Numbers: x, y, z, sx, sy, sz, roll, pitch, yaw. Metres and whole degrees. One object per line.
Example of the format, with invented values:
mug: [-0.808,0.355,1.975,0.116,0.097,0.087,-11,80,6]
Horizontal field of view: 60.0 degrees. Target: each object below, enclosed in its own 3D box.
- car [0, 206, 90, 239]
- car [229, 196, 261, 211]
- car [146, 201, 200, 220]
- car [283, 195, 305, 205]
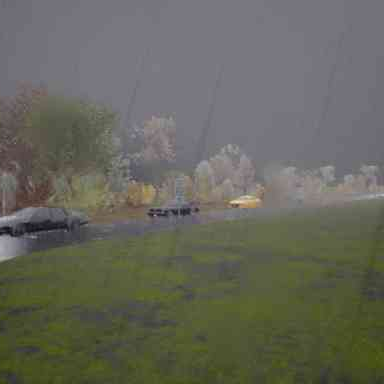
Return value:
car: [-7.898,1.441,17.315,2.033,1.411,5.357,0,1,33]
car: [5.869,1.170,36.503,1.882,1.535,5.008,0,1,36]
car: [-1.436,1.401,26.461,1.895,1.301,4.718,0,1,36]
car: [15.151,1.104,49.140,2.033,1.411,5.357,0,1,36]
